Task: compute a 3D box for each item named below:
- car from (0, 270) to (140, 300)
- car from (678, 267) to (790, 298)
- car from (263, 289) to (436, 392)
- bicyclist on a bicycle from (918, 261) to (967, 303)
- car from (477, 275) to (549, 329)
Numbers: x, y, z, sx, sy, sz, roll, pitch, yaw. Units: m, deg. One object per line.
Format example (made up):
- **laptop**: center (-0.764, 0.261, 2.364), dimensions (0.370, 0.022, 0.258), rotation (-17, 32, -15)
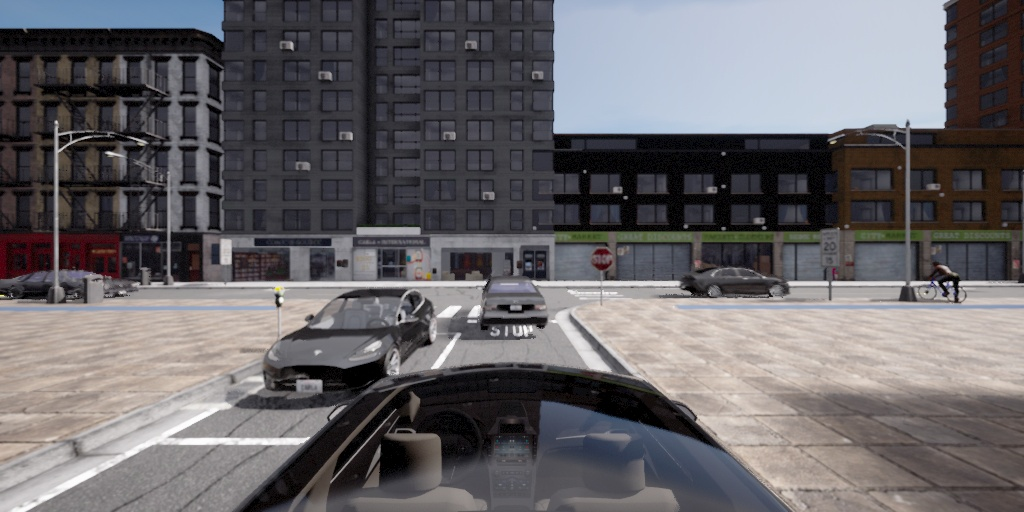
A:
- **car**: center (-21.622, 1.386, 17.462), dimensions (5.357, 1.411, 2.033), rotation (0, 0, 0)
- **car**: center (10.732, 1.264, 17.428), dimensions (4.892, 1.490, 1.837), rotation (0, 0, 0)
- **car**: center (-2.635, 1.327, 6.841), dimensions (1.948, 1.339, 4.313), rotation (0, 0, 0)
- **bicyclist on a bicycle**: center (17.366, 1.050, 14.513), dimensions (0.582, 1.620, 1.656), rotation (0, 0, 0)
- **car**: center (-0.093, 1.319, 11.307), dimensions (2.033, 1.411, 5.357), rotation (0, 0, -4)
